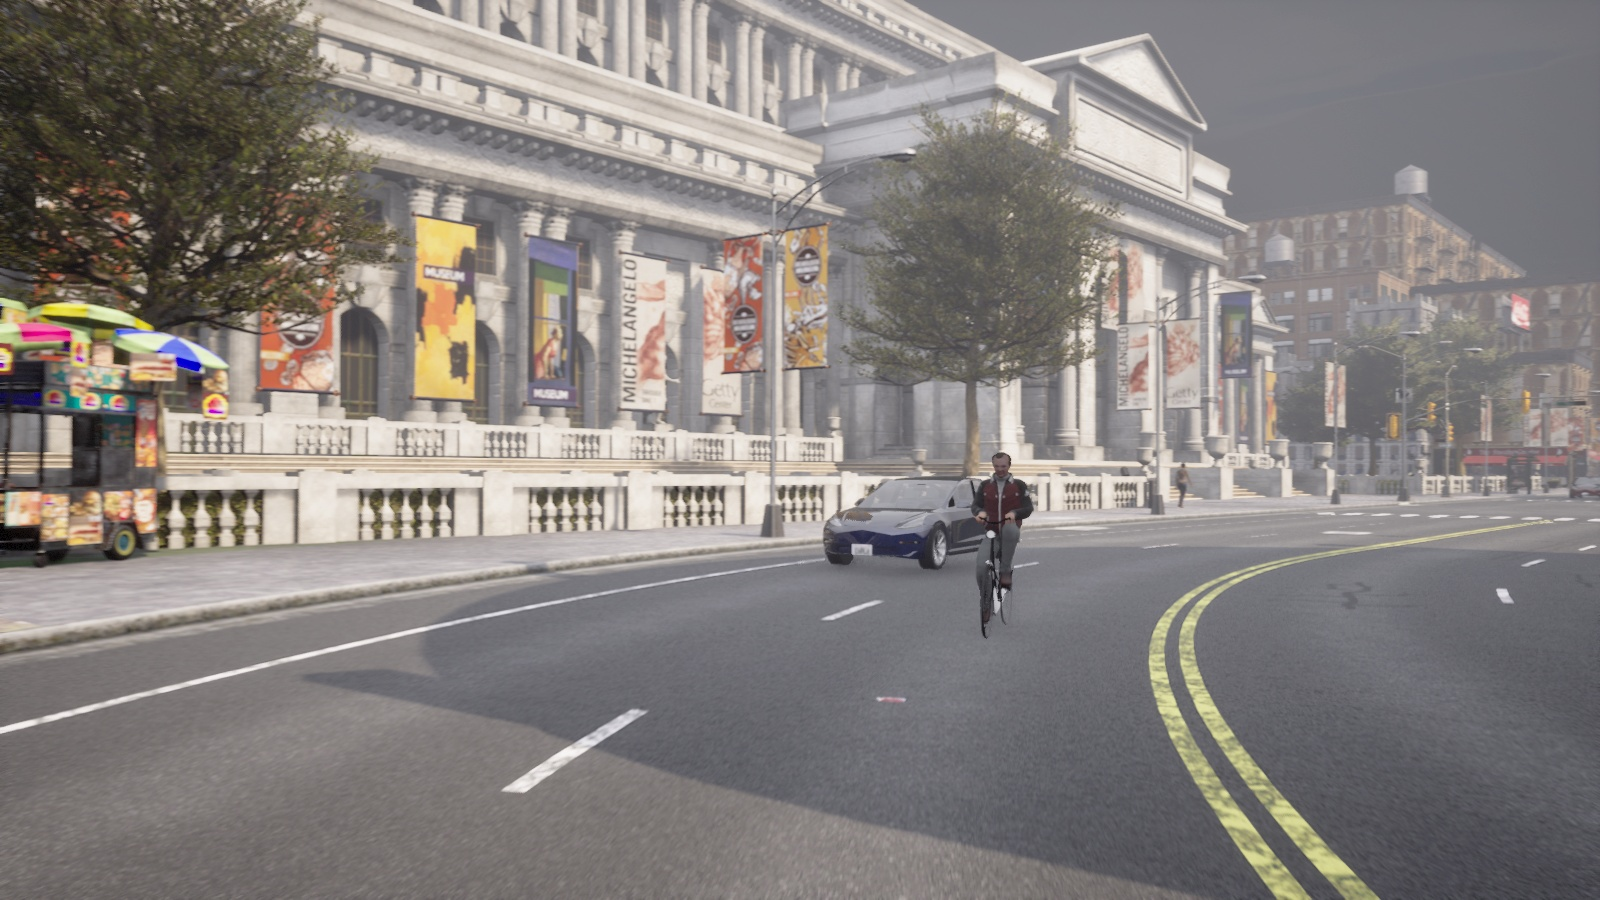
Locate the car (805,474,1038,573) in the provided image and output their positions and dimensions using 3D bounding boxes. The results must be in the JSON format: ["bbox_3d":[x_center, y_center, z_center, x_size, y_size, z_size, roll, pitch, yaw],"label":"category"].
[{"bbox_3d":[2.243,1.173,21.815,2.163,1.488,4.792,-1,-1,31],"label":"car"}]

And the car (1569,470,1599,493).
[{"bbox_3d":[52.264,2.046,82.639,2.163,1.488,4.792,-1,-1,40],"label":"car"}]

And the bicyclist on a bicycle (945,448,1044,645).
[{"bbox_3d":[1.936,0.886,12.292,0.659,1.776,1.843,0,-1,18],"label":"bicyclist on a bicycle"}]

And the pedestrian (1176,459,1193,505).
[{"bbox_3d":[15.288,1.263,49.917,0.328,1.805,0.869,-1,-1,41],"label":"pedestrian"}]
